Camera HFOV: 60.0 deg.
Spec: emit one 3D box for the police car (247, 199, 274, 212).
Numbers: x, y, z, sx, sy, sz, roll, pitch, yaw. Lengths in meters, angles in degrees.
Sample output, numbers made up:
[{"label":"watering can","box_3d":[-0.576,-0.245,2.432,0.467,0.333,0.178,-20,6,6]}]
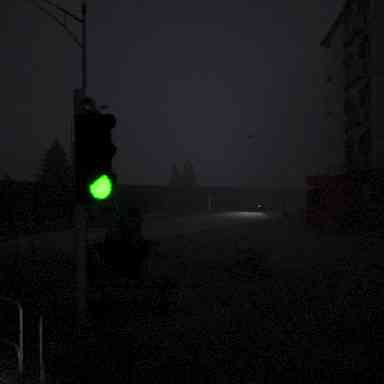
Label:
[{"label":"police car","box_3d":[8.551,1.681,41.597,2.038,1.542,4.974,-1,0,35]}]
